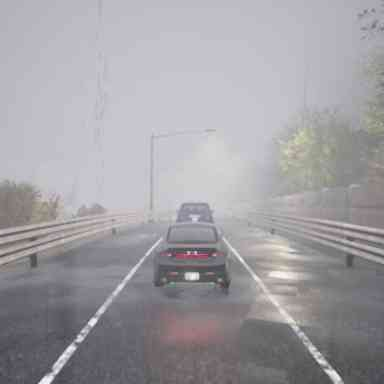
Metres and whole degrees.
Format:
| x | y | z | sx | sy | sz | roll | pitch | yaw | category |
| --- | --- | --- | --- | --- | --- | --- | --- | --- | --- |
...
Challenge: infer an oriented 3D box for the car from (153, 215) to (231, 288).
| x | y | z | sx | sy | sz | roll | pitch | yaw | category |
| --- | --- | --- | --- | --- | --- | --- | --- | --- | --- |
| 0.004 | 1.614 | 9.548 | 1.837 | 1.490 | 4.892 | 0 | -1 | 0 | car |

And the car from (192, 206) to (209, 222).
| x | y | z | sx | sy | sz | roll | pitch | yaw | category |
| --- | --- | --- | --- | --- | --- | --- | --- | --- | --- |
| 1.220 | 2.898 | 45.117 | 2.150 | 2.045 | 5.566 | 0 | -3 | 4 | car |

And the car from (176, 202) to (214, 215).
| x | y | z | sx | sy | sz | roll | pitch | yaw | category |
| --- | --- | --- | --- | --- | --- | --- | --- | --- | --- |
| 0.202 | 1.660 | 20.457 | 2.150 | 2.045 | 5.566 | 0 | -2 | 1 | car |
